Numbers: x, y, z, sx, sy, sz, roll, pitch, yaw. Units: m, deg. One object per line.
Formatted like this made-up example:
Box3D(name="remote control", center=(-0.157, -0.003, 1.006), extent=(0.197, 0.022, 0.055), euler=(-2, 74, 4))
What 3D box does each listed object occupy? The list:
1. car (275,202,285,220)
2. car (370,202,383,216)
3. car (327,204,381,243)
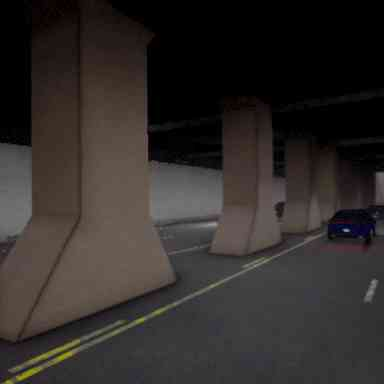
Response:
Box3D(name="car", center=(8.605, 1.688, 30.813), extent=(2.097, 1.767, 4.553), euler=(-1, -1, 33))
Box3D(name="car", center=(18.239, 1.725, 32.426), extent=(2.128, 1.511, 4.902), euler=(-1, -1, 33))
Box3D(name="car", center=(8.410, 1.623, 17.298), extent=(1.882, 1.535, 5.008), euler=(-1, -1, 33))
